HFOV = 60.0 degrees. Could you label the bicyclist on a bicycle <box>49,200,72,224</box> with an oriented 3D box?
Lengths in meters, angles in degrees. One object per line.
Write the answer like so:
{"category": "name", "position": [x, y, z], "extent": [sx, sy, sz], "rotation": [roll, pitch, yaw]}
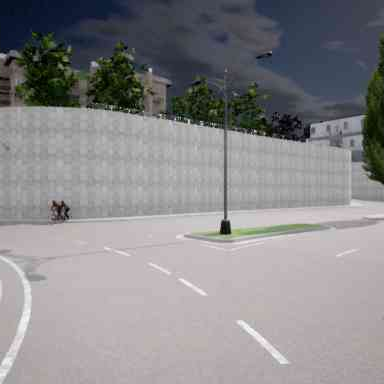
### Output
{"category": "bicyclist on a bicycle", "position": [-9.030, 1.418, 23.433], "extent": [0.582, 1.620, 1.656], "rotation": [10, 9, 23]}

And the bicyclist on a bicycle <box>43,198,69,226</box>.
{"category": "bicyclist on a bicycle", "position": [-9.619, 1.382, 23.638], "extent": [0.582, 1.620, 1.656], "rotation": [0, 9, 21]}
